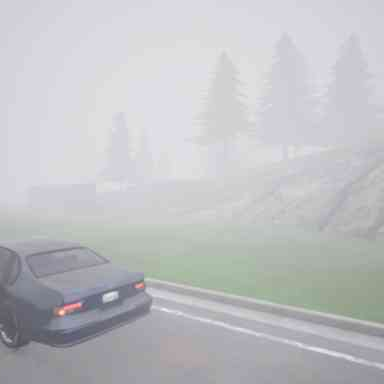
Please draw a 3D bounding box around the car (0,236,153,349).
[{"bbox_3d":[-3.173,1.566,6.298,5.357,1.411,2.033,0,0,37],"label":"car"}]
